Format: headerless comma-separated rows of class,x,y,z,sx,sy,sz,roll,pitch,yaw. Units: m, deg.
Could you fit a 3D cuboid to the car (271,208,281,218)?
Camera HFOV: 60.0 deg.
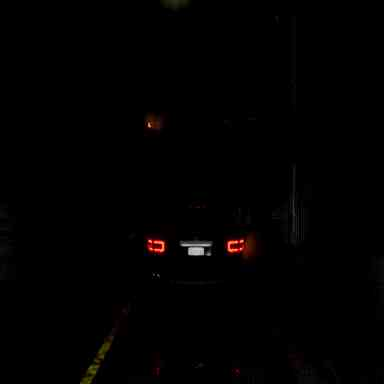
car,9.049,1.588,27.643,4.718,1.301,1.895,0,0,-10

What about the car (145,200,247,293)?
car,0.080,1.222,9.021,2.150,2.045,5.566,0,0,0
